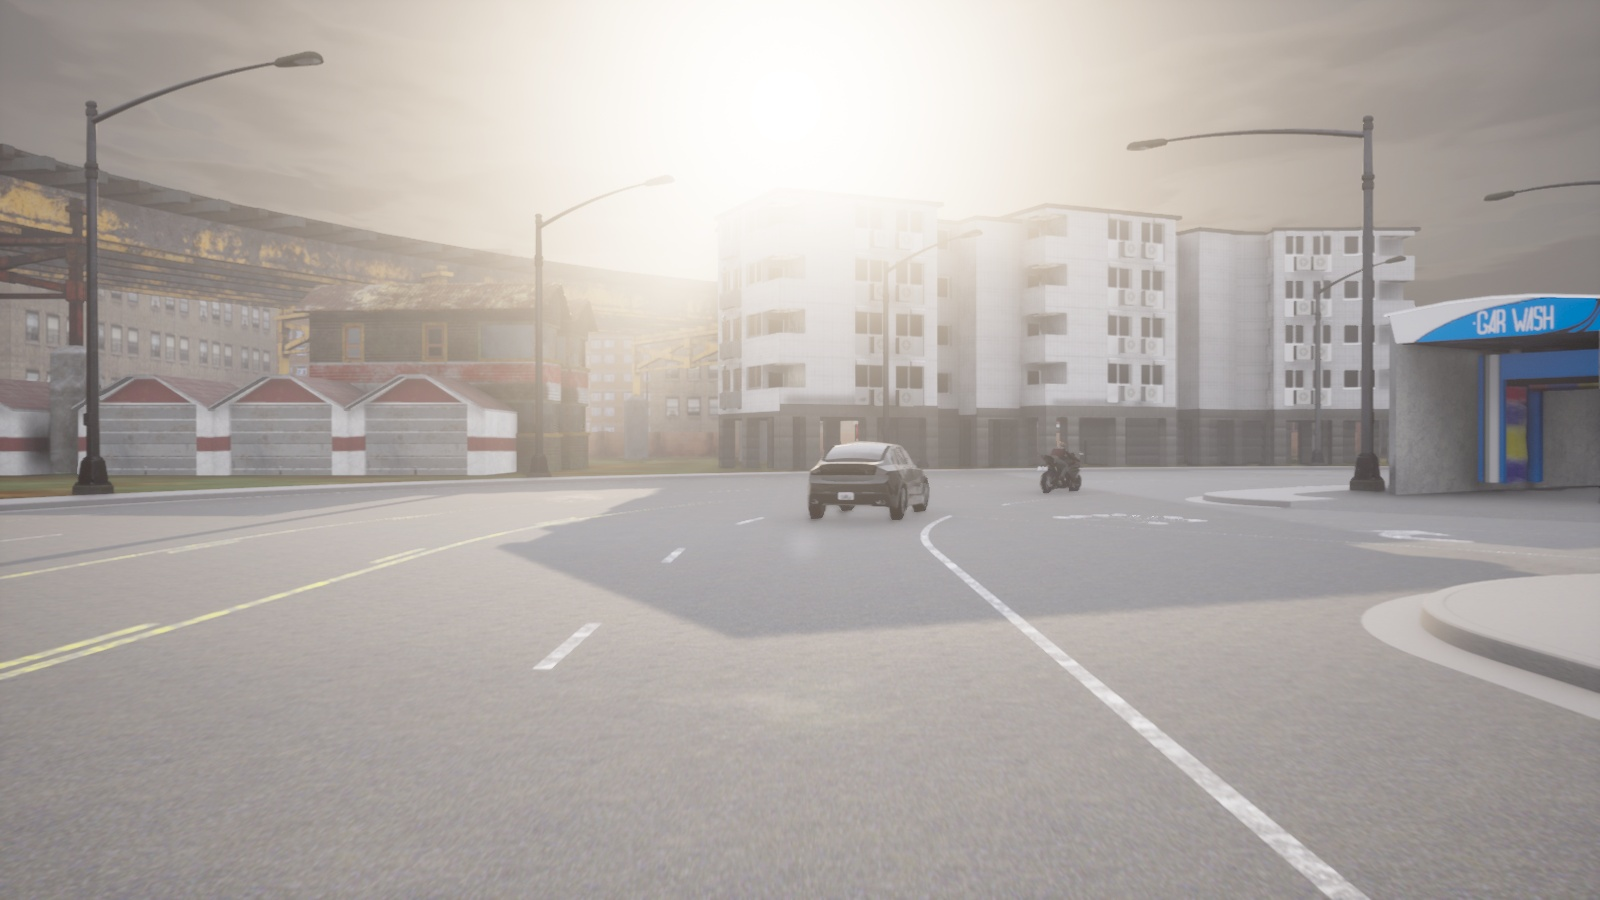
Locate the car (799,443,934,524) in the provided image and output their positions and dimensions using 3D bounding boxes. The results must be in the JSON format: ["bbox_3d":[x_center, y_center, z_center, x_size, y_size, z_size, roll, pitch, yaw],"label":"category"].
[{"bbox_3d":[1.481,0.607,25.853,1.837,1.490,4.892,0,0,14],"label":"car"}]

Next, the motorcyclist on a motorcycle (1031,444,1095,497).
[{"bbox_3d":[7.862,0.576,37.476,0.866,1.530,2.191,1,1,42],"label":"motorcyclist on a motorcycle"}]
